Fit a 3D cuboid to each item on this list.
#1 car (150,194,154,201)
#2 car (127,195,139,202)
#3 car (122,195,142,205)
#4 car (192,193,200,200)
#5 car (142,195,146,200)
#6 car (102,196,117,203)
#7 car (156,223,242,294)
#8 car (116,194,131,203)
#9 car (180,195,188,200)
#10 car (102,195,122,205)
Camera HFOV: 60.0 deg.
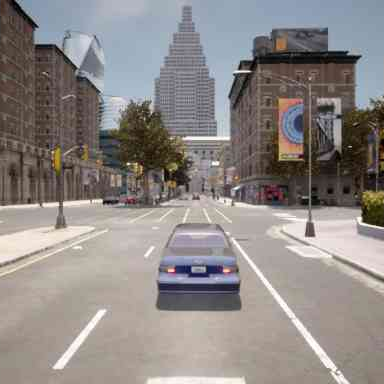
[{"bbox_3d":[-10.482,1.355,79.657,2.097,1.767,4.553,0,0,1],"label":"car"},{"bbox_3d":[-13.993,1.478,78.898,1.882,1.535,5.008,0,0,1],"label":"car"},{"bbox_3d":[-10.809,1.478,59.873,1.882,1.535,5.008,0,0,1],"label":"car"},{"bbox_3d":[1.154,1.350,90.026,2.097,1.767,4.553,0,0,1],"label":"car"},{"bbox_3d":[-10.612,1.500,69.669,1.837,1.490,4.892,0,0,1],"label":"car"},{"bbox_3d":[-17.360,1.595,69.847,1.895,1.301,4.718,0,0,1],"label":"car"},{"bbox_3d":[0.175,1.547,8.947,2.033,1.411,5.357,0,0,1],"label":"car"},{"bbox_3d":[-14.124,1.355,68.799,2.097,1.767,4.553,0,0,1],"label":"car"},{"bbox_3d":[-2.346,1.519,90.101,1.812,1.442,4.674,0,0,1],"label":"car"},{"bbox_3d":[-14.328,1.601,58.693,1.895,1.301,4.718,0,0,1],"label":"car"}]
